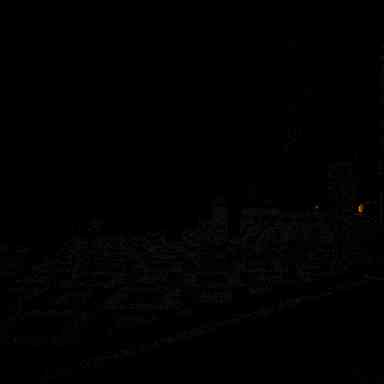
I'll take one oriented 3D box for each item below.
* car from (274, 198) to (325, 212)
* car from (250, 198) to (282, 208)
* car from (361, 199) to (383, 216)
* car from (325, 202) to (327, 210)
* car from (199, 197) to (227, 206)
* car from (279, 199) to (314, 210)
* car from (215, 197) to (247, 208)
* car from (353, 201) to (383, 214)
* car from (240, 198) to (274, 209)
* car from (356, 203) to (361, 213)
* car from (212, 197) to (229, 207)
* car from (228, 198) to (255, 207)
[{"bbox_3d":[12.695,1.509,39.669,2.128,1.511,4.902,2,-1,-36],"label":"car"},{"bbox_3d":[11.381,1.705,51.543,1.752,1.417,4.829,2,-1,-36],"label":"car"},{"bbox_3d":[17.340,1.380,28.635,1.967,1.590,4.097,2,-1,-37],"label":"car"},{"bbox_3d":[17.880,1.754,42.490,1.802,1.307,4.206,2,-1,-36],"label":"car"},{"bbox_3d":[3.598,1.660,57.735,2.033,1.411,5.357,2,-1,-35],"label":"car"},{"bbox_3d":[14.680,1.742,46.947,1.947,1.339,4.313,2,-1,-36],"label":"car"},{"bbox_3d":[5.691,1.524,49.447,1.837,1.490,4.892,2,0,-35],"label":"car"},{"bbox_3d":[21.080,1.735,38.033,1.947,1.339,4.313,2,-1,-36],"label":"car"},{"bbox_3d":[7.755,1.494,41.981,1.887,1.381,4.507,2,-1,-36],"label":"car"},{"bbox_3d":[18.543,1.489,31.520,1.882,1.535,5.008,2,-1,-36],"label":"car"},{"bbox_3d":[4.654,1.478,46.301,1.752,1.417,4.829,2,-1,-36],"label":"car"},{"bbox_3d":[8.280,1.733,55.861,2.008,1.369,4.403,2,-1,-36],"label":"car"}]
